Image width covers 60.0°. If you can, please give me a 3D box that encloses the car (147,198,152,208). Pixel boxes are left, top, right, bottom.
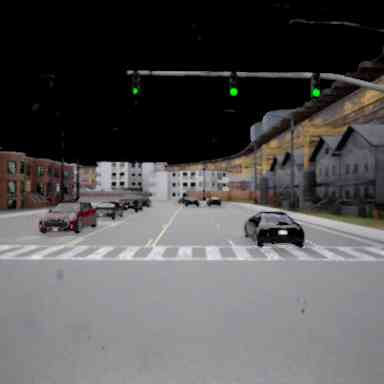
[{"bbox_3d":[-7.016,1.556,49.020,2.033,1.411,5.357,0,0,0],"label":"car"}]

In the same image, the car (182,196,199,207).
[{"bbox_3d":[-0.032,1.361,51.612,2.097,1.767,4.553,0,0,-3],"label":"car"}]

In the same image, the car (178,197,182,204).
[{"bbox_3d":[-1.197,1.558,61.733,2.033,1.411,5.357,0,0,-17],"label":"car"}]

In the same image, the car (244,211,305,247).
[{"bbox_3d":[3.596,1.567,15.159,1.994,1.385,4.181,0,0,0],"label":"car"}]

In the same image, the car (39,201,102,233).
[{"bbox_3d":[-7.090,1.355,19.479,2.097,1.767,4.553,0,0,0],"label":"car"}]

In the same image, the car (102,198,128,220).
[{"bbox_3d":[-7.061,1.530,28.279,1.812,1.442,4.674,0,0,0],"label":"car"}]

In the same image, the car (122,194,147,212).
[{"bbox_3d":[-7.011,1.228,38.513,2.150,2.045,5.566,0,0,0],"label":"car"}]

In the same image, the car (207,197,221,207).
[{"bbox_3d":[3.456,1.486,52.502,1.882,1.535,5.008,0,0,-3],"label":"car"}]
